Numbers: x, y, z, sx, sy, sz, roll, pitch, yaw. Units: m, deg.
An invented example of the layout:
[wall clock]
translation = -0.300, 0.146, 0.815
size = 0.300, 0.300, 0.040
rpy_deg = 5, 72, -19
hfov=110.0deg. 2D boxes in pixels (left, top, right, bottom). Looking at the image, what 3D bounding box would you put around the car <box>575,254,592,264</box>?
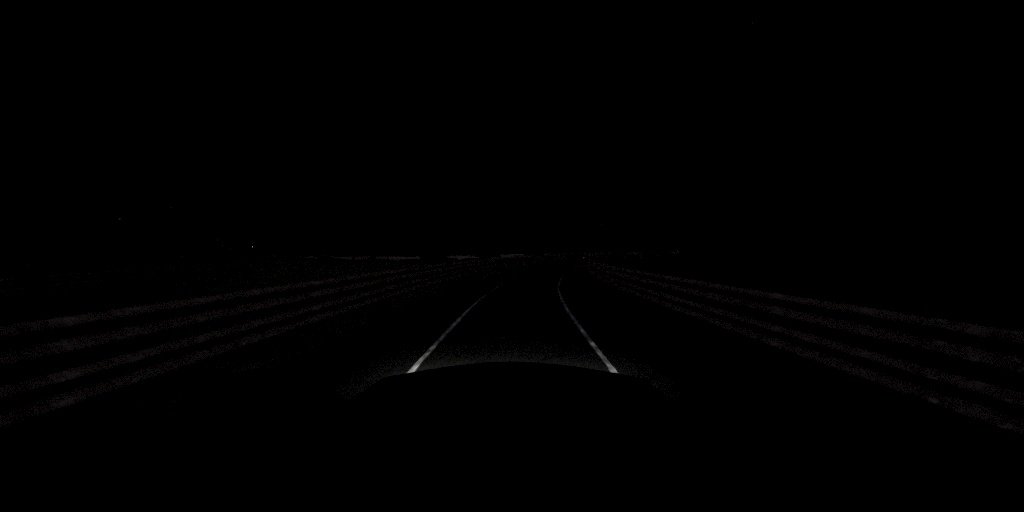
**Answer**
[car]
translation = 10.535, 0.390, 51.873
size = 2.128, 1.511, 4.902
rpy_deg = 1, 2, 26
